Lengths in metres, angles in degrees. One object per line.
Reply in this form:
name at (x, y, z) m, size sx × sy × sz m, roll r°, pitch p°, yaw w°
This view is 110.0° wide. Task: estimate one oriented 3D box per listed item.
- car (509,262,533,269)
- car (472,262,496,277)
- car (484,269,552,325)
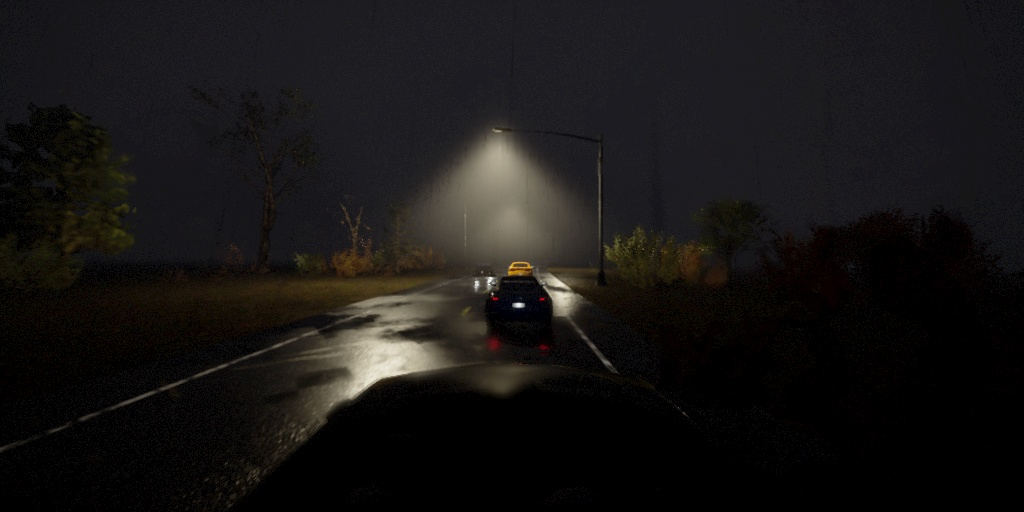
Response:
car at (0.722, 1.242, 29.491) m, size 1.882 × 1.535 × 5.008 m, roll 0°, pitch 0°, yaw 3°
car at (-2.703, 1.329, 35.754) m, size 1.994 × 1.385 × 4.181 m, roll 0°, pitch 0°, yaw 3°
car at (0.211, 1.316, 11.843) m, size 1.994 × 1.385 × 4.181 m, roll 0°, pitch 0°, yaw 1°
